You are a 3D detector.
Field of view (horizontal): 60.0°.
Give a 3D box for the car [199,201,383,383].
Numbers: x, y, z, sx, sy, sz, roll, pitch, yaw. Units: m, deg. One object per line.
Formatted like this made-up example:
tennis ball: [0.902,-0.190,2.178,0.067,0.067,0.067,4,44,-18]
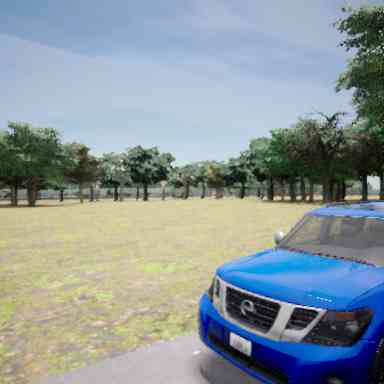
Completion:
car: [2.744,1.199,5.030,5.566,2.045,2.150,0,0,-36]
